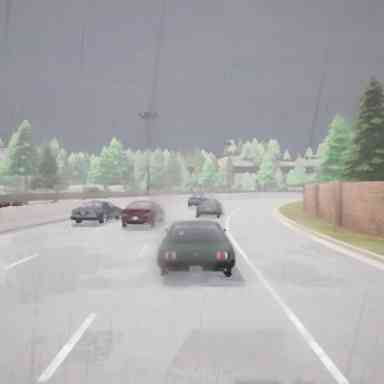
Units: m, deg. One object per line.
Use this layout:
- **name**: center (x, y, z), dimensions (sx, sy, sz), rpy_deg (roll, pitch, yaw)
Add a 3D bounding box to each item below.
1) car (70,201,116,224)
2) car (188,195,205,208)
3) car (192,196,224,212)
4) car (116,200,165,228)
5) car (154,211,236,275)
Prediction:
- **car**: center (-6.267, 1.300, 22.482), dimensions (2.033, 1.411, 5.357), rpy_deg (0, 1, 6)
- **car**: center (0.930, 1.055, 39.627), dimensions (2.128, 1.511, 4.902), rpy_deg (0, 1, 17)
- **car**: center (1.545, 1.263, 27.281), dimensions (1.994, 1.385, 4.181), rpy_deg (0, 1, 10)
- **car**: center (-2.897, 1.251, 20.589), dimensions (1.882, 1.535, 5.008), rpy_deg (0, 1, 5)
- **car**: center (0.115, 1.490, 9.985), dimensions (1.895, 1.301, 4.718), rpy_deg (0, 1, 0)
